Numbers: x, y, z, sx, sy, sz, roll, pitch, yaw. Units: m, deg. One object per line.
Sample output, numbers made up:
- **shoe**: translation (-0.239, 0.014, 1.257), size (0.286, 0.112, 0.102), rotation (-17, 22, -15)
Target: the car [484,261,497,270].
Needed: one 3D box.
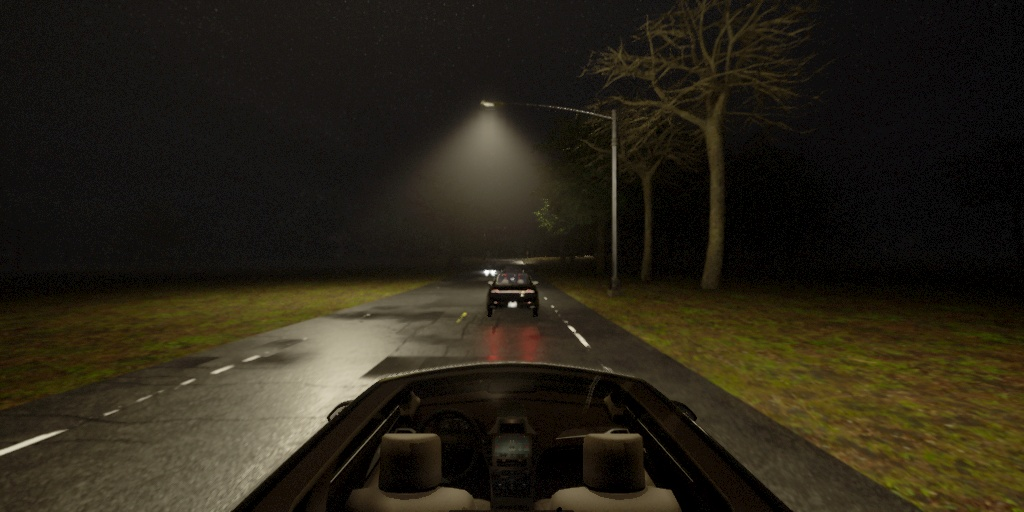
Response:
- **car**: translation (-3.553, 1.563, 59.933), size (2.128, 1.511, 4.902), rotation (0, 0, 1)

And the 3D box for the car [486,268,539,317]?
- **car**: translation (0.044, 1.409, 14.118), size (2.128, 1.511, 4.902), rotation (0, -1, 1)

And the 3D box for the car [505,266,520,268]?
- **car**: translation (0.047, 1.583, 29.749), size (1.812, 1.442, 4.674), rotation (0, 0, 1)
